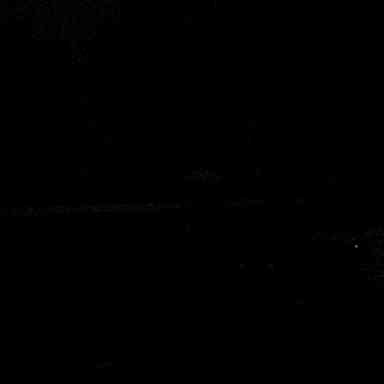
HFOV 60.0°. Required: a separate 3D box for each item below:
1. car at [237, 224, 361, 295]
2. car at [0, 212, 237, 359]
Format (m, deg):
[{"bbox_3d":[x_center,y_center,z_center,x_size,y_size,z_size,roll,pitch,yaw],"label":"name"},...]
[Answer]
[{"bbox_3d":[2.682,1.520,8.476,4.206,1.307,1.802,-1,1,-36],"label":"car"},{"bbox_3d":[-1.941,1.303,5.171,5.009,1.841,2.192,-1,1,-36],"label":"car"}]
